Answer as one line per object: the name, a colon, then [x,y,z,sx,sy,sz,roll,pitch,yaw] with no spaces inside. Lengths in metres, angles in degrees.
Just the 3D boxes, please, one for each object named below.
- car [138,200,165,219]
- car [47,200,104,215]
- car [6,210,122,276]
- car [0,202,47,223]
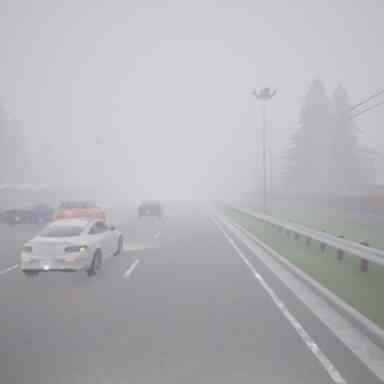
car: [-3.406,1.402,28.534,1.882,1.535,5.008,0,0,0]
car: [-6.906,1.296,20.874,2.097,1.767,4.553,0,0,0]
car: [-3.402,1.499,10.087,1.812,1.442,4.674,0,0,0]
car: [-10.406,1.418,22.262,1.882,1.535,5.008,0,0,0]
